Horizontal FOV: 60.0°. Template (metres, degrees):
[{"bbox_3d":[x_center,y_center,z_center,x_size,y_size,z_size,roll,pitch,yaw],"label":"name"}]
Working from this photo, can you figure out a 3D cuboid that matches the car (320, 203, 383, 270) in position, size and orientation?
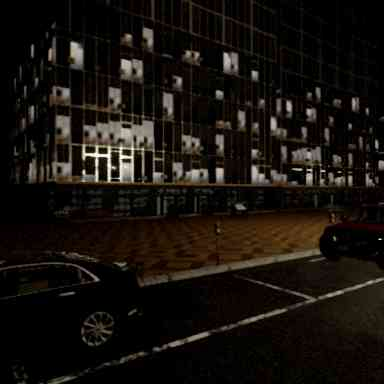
[{"bbox_3d":[6.429,1.321,11.152,5.009,1.841,2.192,0,0,-36],"label":"car"}]

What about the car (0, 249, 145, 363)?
[{"bbox_3d":[-2.798,1.551,4.566,4.403,1.369,2.008,0,0,-36],"label":"car"}]
